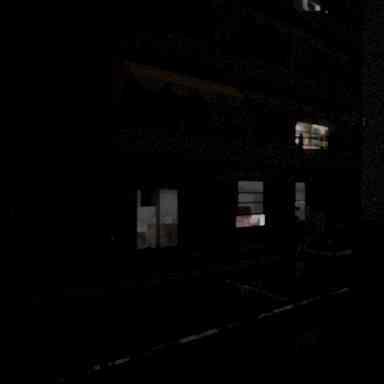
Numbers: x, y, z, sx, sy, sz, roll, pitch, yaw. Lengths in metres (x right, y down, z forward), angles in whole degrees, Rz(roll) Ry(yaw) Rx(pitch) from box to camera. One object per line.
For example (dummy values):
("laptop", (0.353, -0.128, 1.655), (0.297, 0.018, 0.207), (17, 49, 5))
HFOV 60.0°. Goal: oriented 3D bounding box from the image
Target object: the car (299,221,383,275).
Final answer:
("car", (5.131, 1.568, 10.316), (4.206, 1.307, 1.802), (0, 0, -36))
